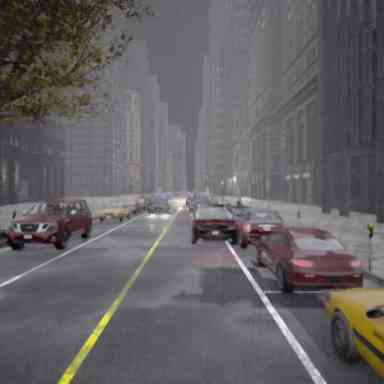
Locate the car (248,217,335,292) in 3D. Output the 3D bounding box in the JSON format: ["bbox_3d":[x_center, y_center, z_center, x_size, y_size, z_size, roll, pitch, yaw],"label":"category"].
[{"bbox_3d":[2.762,1.540,8.522,1.802,1.307,4.206,0,0,0],"label":"car"}]

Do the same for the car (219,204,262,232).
[{"bbox_3d":[2.763,1.470,19.878,1.947,1.339,4.313,0,0,0],"label":"car"}]

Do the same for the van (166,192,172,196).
[{"bbox_3d":[-5.761,1.020,70.965,1.690,1.788,3.998,0,0,0],"label":"van"}]

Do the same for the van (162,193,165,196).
[{"bbox_3d":[-5.762,1.092,53.933,1.690,1.788,3.998,0,0,0],"label":"van"}]

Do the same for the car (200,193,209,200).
[{"bbox_3d":[2.765,1.096,76.652,1.967,1.590,4.097,0,0,0],"label":"car"}]

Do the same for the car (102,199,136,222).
[{"bbox_3d":[-5.762,1.404,25.376,1.752,1.417,4.829,0,0,0],"label":"car"}]

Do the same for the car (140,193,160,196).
[{"bbox_3d":[-5.762,1.116,42.578,2.192,1.841,5.009,0,0,0],"label":"car"}]

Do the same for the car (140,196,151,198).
[{"bbox_3d":[-5.762,1.408,36.902,1.802,1.307,4.206,0,0,0],"label":"car"}]

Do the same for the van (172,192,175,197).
[{"bbox_3d":[-5.760,0.973,82.320,1.690,1.788,3.998,0,0,0],"label":"van"}]

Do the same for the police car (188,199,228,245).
[{"bbox_3d":[0.901,1.351,15.364,1.930,1.638,5.238,0,0,0],"label":"police car"}]

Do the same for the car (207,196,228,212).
[{"bbox_3d":[2.763,1.267,36.909,1.967,1.590,4.097,0,0,0],"label":"car"}]

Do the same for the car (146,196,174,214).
[{"bbox_3d":[-3.092,1.411,32.418,1.994,1.385,4.181,0,0,0],"label":"car"}]

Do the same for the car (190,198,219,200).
[{"bbox_3d":[0.901,1.406,25.255,1.812,1.442,4.674,0,0,0],"label":"car"}]

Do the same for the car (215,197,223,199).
[{"bbox_3d":[2.763,1.403,31.232,2.008,1.369,4.403,0,0,0],"label":"car"}]

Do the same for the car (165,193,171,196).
[{"bbox_3d":[-5.761,1.284,65.288,1.802,1.307,4.206,0,0,0],"label":"car"}]

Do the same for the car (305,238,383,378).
[{"bbox_3d":[2.762,1.510,3.015,1.752,1.417,4.829,0,0,0],"label":"car"}]

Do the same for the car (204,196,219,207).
[{"bbox_3d":[2.764,1.327,48.265,2.008,1.369,4.403,0,0,0],"label":"car"}]

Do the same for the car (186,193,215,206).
[{"bbox_3d":[0.731,1.200,31.215,2.097,1.767,4.553,0,0,0],"label":"car"}]

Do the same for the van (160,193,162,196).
[{"bbox_3d":[-5.762,1.117,48.255,1.690,1.788,3.998,0,0,0],"label":"van"}]

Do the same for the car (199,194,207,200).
[{"bbox_3d":[2.765,1.214,82.330,1.802,1.307,4.206,0,0,0],"label":"car"}]

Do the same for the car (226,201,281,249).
[{"bbox_3d":[2.762,1.371,14.199,1.967,1.590,4.097,0,0,0],"label":"car"}]

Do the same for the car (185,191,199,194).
[{"bbox_3d":[0.003,1.171,67.710,1.882,1.535,5.008,0,0,0],"label":"car"}]

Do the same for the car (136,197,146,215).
[{"bbox_3d":[-5.762,1.434,31.224,1.802,1.307,4.206,0,0,0],"label":"car"}]

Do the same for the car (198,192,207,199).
[{"bbox_3d":[2.765,0.924,88.007,2.192,1.841,5.009,0,0,0],"label":"car"}]

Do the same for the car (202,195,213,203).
[{"bbox_3d":[2.764,1.271,59.620,1.887,1.381,4.507,0,0,0],"label":"car"}]

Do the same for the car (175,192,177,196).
[{"bbox_3d":[-5.760,1.135,87.828,1.752,1.417,4.829,0,0,0],"label":"car"}]

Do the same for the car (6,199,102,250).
[{"bbox_3d":[-5.763,1.246,14.190,2.192,1.841,5.009,0,0,0],"label":"car"}]
